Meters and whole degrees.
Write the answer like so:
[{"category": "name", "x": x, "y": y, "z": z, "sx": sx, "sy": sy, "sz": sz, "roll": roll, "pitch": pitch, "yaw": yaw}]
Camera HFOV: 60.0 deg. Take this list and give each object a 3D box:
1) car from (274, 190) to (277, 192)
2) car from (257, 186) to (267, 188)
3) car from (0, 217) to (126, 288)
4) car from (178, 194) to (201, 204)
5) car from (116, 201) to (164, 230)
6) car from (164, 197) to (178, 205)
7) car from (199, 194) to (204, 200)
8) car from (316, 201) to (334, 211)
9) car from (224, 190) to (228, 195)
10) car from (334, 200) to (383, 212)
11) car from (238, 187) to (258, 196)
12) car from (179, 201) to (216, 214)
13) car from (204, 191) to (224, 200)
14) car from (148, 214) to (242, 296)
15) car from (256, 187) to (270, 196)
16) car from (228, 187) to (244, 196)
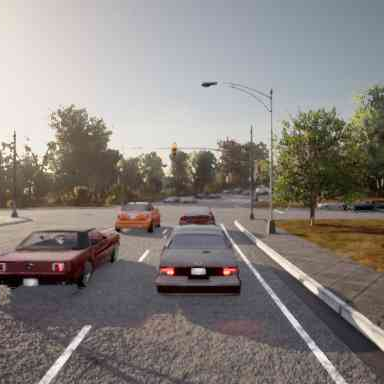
[{"category": "car", "x": 23.630, "y": -0.444, "z": 92.190, "sx": 1.895, "sy": 1.301, "sz": 4.718, "roll": 0, "pitch": 3, "yaw": 38}, {"category": "car", "x": 20.017, "y": -0.784, "z": 93.199, "sx": 2.150, "sy": 2.045, "sz": 5.566, "roll": 0, "pitch": 3, "yaw": 38}, {"category": "car", "x": -3.357, "y": 1.611, "z": 9.210, "sx": 1.895, "sy": 1.301, "sz": 4.718, "roll": 0, "pitch": 0, "yaw": 0}, {"category": "car", "x": -0.442, "y": 1.589, "z": 60.796, "sx": 1.994, "sy": 1.385, "sz": 4.181, "roll": 0, "pitch": 1, "yaw": 18}, {"category": "car", "x": -3.139, "y": 1.393, "z": 20.119, "sx": 2.097, "sy": 1.767, "sz": 4.553, "roll": 0, "pitch": 0, "yaw": 2}, {"category": "car", "x": -3.649, "y": 1.566, "z": 62.346, "sx": 2.033, "sy": 1.411, "sz": 5.357, "roll": 0, "pitch": 1, "yaw": 18}, {"category": "car", "x": 1.983, "y": 1.073, "z": 76.550, "sx": 1.895, "sy": 1.301, "sz": 4.718, "roll": 0, "pitch": 2, "yaw": 23}, {"category": "car", "x": 17.955, "y": 1.623, "z": 41.144, "sx": 4.718, "sy": 1.301, "sz": 1.895, "roll": -1, "pitch": 0, "yaw": 4}, {"category": "car", "x": 9.412, "y": 0.119, "z": 90.094, "sx": 1.812, "sy": 1.442, "sz": 4.674, "roll": 0, "pitch": 3, "yaw": 30}, {"category": "car", "x": 19.099, "y": 1.590, "z": 37.567, "sx": 4.718, "sy": 1.301, "sz": 1.895, "roll": -1, "pitch": 0, "yaw": 4}, {"category": "car", "x": 14.325, "y": 0.242, "z": 84.722, "sx": 2.128, "sy": 1.511, "sz": 4.902, "roll": 0, "pitch": 3, "yaw": 33}, {"category": "car", "x": 0.330, "y": 1.514, "z": 18.550, "sx": 1.882, "sy": 1.535, "sz": 5.008, "roll": 0, "pitch": 0, "yaw": 2}, {"category": "car", "x": 4.920, "y": 1.094, "z": 74.545, "sx": 1.895, "sy": 1.301, "sz": 4.718, "roll": 0, "pitch": 2, "yaw": 23}, {"category": "car", "x": 0.143, "y": 1.556, "z": 8.803, "sx": 2.033, "sy": 1.411, "sz": 5.357, "roll": 0, "pitch": 0, "yaw": 0}, {"category": "car", "x": 17.865, "y": 0.246, "z": 83.796, "sx": 1.895, "sy": 1.301, "sz": 4.718, "roll": 0, "pitch": 3, "yaw": 33}, {"category": "car", "x": 12.302, "y": -0.177, "z": 88.112, "sx": 2.150, "sy": 2.045, "sz": 5.566, "roll": 0, "pitch": 3, "yaw": 30}]
